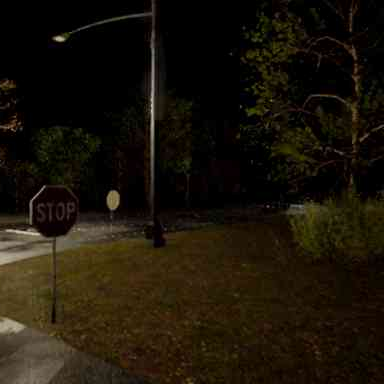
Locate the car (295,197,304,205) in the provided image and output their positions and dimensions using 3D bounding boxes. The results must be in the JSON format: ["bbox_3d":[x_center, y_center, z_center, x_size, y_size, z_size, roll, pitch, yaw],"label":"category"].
[{"bbox_3d":[22.110,1.832,68.137,1.837,1.490,4.892,0,0,36],"label":"car"}]

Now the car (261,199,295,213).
[{"bbox_3d":[10.068,1.735,39.645,2.033,1.411,5.357,0,0,36],"label":"car"}]
